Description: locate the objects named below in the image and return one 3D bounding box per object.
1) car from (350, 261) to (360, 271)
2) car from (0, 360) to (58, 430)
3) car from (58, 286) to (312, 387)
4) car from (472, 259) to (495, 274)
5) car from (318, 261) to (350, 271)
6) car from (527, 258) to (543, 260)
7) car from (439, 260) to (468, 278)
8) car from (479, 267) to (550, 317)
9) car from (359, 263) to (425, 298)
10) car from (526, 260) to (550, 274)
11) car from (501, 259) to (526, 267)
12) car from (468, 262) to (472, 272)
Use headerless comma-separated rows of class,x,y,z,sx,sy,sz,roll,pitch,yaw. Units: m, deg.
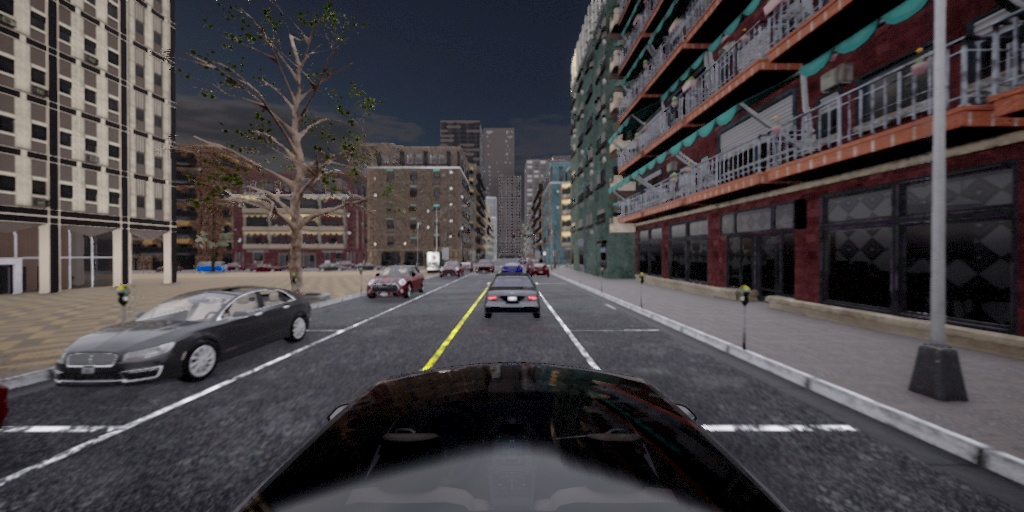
car,-22.501,1.679,56.432,4.403,1.370,2.007,0,0,-1
car,-5.690,1.295,1.476,1.888,1.381,4.507,0,0,0
car,-5.701,1.302,7.004,2.007,1.370,4.403,0,0,0
car,-3.148,1.128,42.388,2.097,1.767,4.553,0,0,0
car,-28.070,1.761,56.381,4.403,1.370,2.007,0,0,-1
car,2.614,1.089,40.185,2.192,1.841,5.009,0,0,0
car,-5.756,1.209,34.641,1.967,1.591,4.097,0,0,0
car,0.025,1.302,13.073,2.033,1.411,5.357,0,0,0
car,-5.723,1.197,18.059,1.967,1.591,4.097,0,0,0
car,2.625,1.314,34.657,1.888,1.381,4.507,0,0,0
car,0.016,1.245,32.667,1.882,1.535,5.008,0,0,0
car,-5.778,1.362,45.697,1.802,1.307,4.207,0,0,0
